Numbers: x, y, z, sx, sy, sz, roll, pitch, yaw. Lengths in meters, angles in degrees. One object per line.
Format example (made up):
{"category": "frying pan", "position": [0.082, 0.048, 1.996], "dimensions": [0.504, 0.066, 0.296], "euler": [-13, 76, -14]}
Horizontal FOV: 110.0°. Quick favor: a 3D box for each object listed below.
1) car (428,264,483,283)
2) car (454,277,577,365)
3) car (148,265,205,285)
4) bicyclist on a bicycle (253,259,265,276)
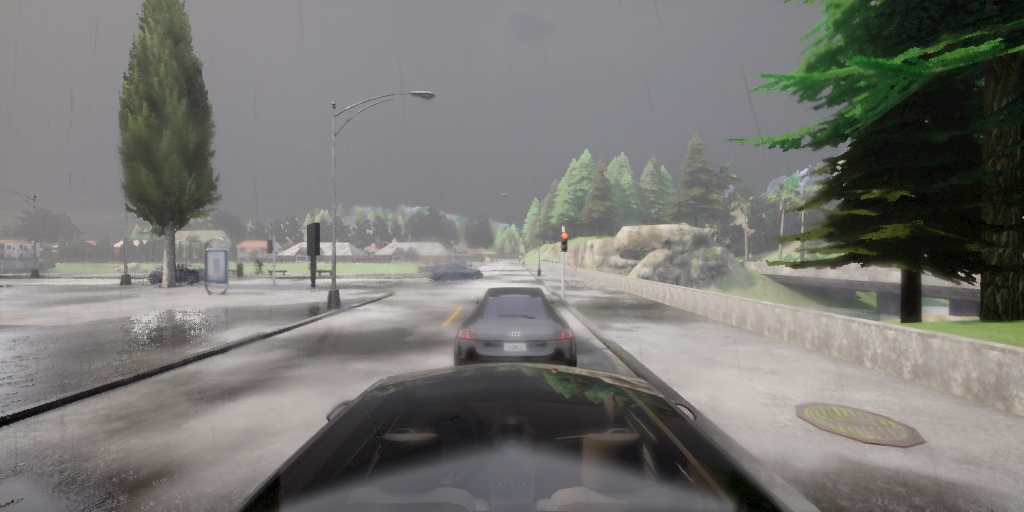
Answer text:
{"category": "car", "position": [-4.398, 1.313, 28.127], "dimensions": [4.181, 1.385, 1.994], "euler": [0, 0, -34]}
{"category": "car", "position": [0.064, 1.314, 7.295], "dimensions": [1.994, 1.385, 4.181], "euler": [0, 0, 0]}
{"category": "car", "position": [-23.302, 1.314, 25.722], "dimensions": [4.181, 1.385, 1.994], "euler": [0, 0, 0]}
{"category": "bicyclist on a bicycle", "position": [-24.099, 1.099, 34.120], "dimensions": [0.582, 1.620, 1.656], "euler": [0, 0, 0]}
